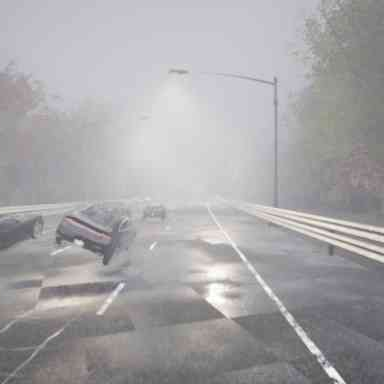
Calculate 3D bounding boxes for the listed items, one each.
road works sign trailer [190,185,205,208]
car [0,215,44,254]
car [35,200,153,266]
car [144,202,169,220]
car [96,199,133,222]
[{"bbox_3d":[0.835,0.696,52.513,2.380,3.560,2.880,0,0,3],"label":"road works sign trailer"},{"bbox_3d":[-6.848,1.422,11.251,1.895,1.301,4.718,-4,7,1],"label":"car"},{"bbox_3d":[-3.102,1.267,11.848,2.128,1.511,4.902,25,0,1],"label":"car"},{"bbox_3d":[-3.124,1.633,29.244,2.128,1.511,4.902,0,0,1],"label":"car"},{"bbox_3d":[-6.620,1.494,28.968,2.097,1.767,4.553,0,0,1],"label":"car"}]
